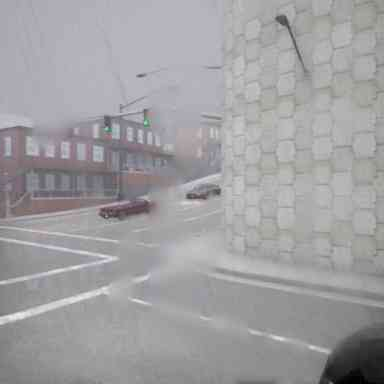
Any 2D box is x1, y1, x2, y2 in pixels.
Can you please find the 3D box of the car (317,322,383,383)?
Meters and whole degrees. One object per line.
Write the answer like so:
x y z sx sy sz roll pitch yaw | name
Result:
3.213 1.491 1.672 4.902 1.511 2.128 0 0 36 | car

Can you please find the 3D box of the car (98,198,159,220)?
-4.658 1.189 24.795 1.895 1.301 4.718 0 5 35 | car

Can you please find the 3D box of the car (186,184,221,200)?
1.152 -0.080 33.001 1.994 1.385 4.181 0 9 35 | car
